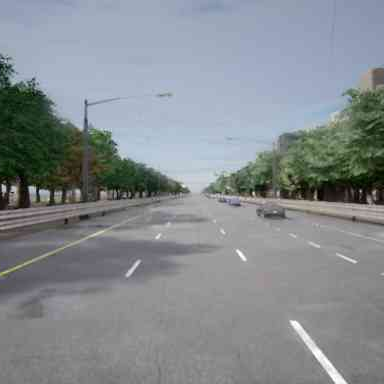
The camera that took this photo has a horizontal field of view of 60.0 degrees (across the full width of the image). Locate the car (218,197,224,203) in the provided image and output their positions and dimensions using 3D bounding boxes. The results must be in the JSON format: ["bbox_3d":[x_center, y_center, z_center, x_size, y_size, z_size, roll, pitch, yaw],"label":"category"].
[{"bbox_3d":[7.425,1.906,81.736,1.994,1.385,4.181,0,0,1],"label":"car"}]

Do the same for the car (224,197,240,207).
[{"bbox_3d":[7.224,1.776,57.580,2.033,1.411,5.357,0,0,0],"label":"car"}]

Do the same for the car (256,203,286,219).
[{"bbox_3d":[7.073,1.662,30.211,1.994,1.385,4.181,0,0,0],"label":"car"}]
